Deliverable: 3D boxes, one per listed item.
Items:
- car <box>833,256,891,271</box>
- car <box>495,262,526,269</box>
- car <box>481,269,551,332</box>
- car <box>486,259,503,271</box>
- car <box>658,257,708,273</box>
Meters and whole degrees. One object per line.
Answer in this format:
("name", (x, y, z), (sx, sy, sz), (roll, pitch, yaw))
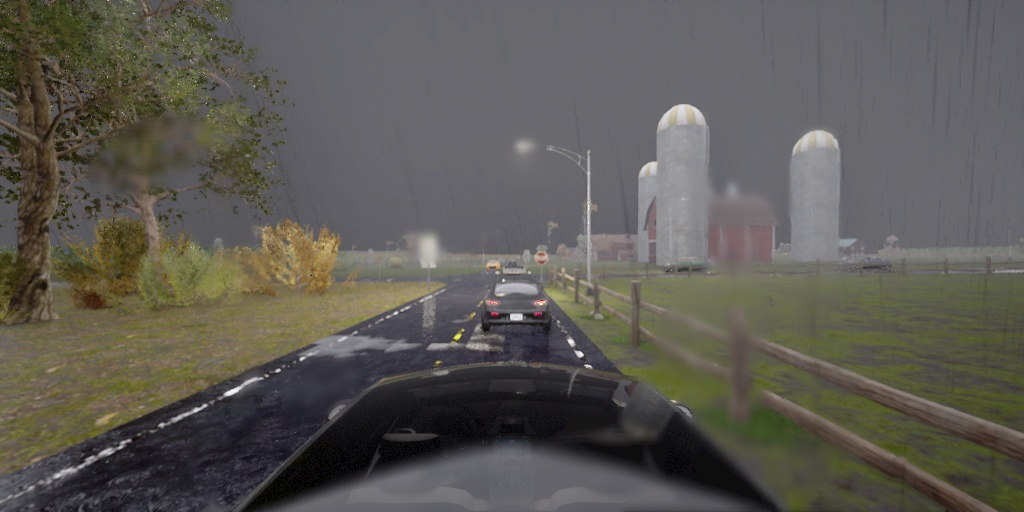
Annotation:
("car", (35.686, 0.776, 36.631), (4.902, 1.511, 2.128), (-1, 1, 0))
("car", (0.096, 1.299, 21.002), (1.837, 1.490, 4.892), (0, 0, -1))
("car", (0.121, 1.295, 10.853), (1.812, 1.442, 4.674), (0, 0, 0))
("car", (-2.725, 1.363, 52.692), (1.882, 1.535, 5.008), (0, 0, 0))
("car", (17.346, 0.896, 36.556), (4.553, 1.767, 2.097), (-1, 1, 0))
